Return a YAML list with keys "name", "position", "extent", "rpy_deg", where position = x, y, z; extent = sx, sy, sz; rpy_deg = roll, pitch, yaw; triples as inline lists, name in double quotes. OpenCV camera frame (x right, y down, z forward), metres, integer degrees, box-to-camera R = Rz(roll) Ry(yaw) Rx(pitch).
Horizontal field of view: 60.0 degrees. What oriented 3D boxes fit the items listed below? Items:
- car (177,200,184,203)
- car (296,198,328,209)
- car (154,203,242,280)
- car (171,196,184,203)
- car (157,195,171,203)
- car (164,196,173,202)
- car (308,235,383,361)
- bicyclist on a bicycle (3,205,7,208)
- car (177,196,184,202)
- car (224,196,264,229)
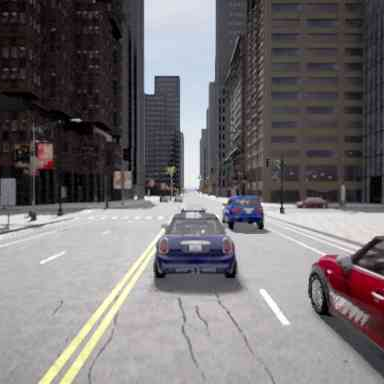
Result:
- name: "car"
  position: [0.089, 1.585, 23.456]
  extent: [2.128, 1.511, 4.902]
  rpy_deg: [0, 0, 0]
- name: "car"
  position: [16.672, 1.533, 46.565]
  extent: [4.097, 1.590, 1.967]
  rpy_deg: [0, 1, 0]
- name: "car"
  position: [0.091, 1.397, 10.298]
  extent: [2.097, 1.767, 4.553]
  rpy_deg: [0, 0, 0]
- name: "car"
  position: [-3.262, 1.828, 76.448]
  extent: [1.812, 1.442, 4.674]
  rpy_deg: [0, 0, 0]
- name: "car"
  position: [-6.512, 1.804, 76.447]
  extent: [1.837, 1.490, 4.892]
  rpy_deg: [0, 0, 0]
- name: "car"
  position: [-6.514, 1.912, 92.052]
  extent: [1.994, 1.385, 4.181]
  rpy_deg: [0, 0, 0]
- name: "car"
  position: [3.332, 1.372, 4.724]
  extent: [2.097, 1.767, 4.553]
  rpy_deg: [0, 0, 0]
- name: "bicyclist on a bicycle"
  position: [-25.897, 1.464, 46.299]
  extent: [0.582, 1.620, 1.656]
  rpy_deg: [0, 1, 0]
- name: "car"
  position: [-3.264, 1.884, 92.053]
  extent: [1.812, 1.442, 4.674]
  rpy_deg: [0, 0, 0]
- name: "car"
  position: [3.335, 1.310, 22.462]
  extent: [2.150, 2.045, 5.566]
  rpy_deg: [0, 0, -1]
